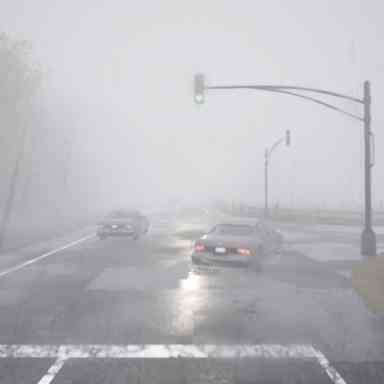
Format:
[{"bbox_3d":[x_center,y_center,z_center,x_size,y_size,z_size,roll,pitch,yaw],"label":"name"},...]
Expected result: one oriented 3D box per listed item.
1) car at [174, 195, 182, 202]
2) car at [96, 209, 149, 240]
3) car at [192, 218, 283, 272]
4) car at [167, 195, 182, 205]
[{"bbox_3d":[-3.491,1.635,82.471,1.837,1.490,4.892,0,0,0],"label":"car"},{"bbox_3d":[-3.397,1.580,17.114,2.033,1.411,5.357,0,0,0],"label":"car"},{"bbox_3d":[1.749,1.569,11.020,2.033,1.411,5.357,0,0,23],"label":"car"},{"bbox_3d":[-3.393,1.458,61.950,2.097,1.767,4.553,0,0,0],"label":"car"}]
